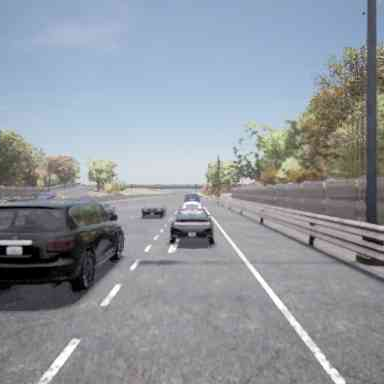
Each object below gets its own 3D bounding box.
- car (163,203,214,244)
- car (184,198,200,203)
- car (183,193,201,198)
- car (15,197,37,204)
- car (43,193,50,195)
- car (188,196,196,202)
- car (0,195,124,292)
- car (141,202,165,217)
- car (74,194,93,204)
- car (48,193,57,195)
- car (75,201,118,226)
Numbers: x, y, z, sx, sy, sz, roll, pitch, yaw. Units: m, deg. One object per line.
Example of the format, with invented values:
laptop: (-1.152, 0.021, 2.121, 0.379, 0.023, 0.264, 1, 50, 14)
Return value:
car: (0.002, 1.479, 15.753, 2.128, 1.511, 4.902, 0, 0, 0)
car: (0.000, 1.509, 26.822, 1.812, 1.442, 4.674, 0, 0, 0)
car: (0.004, 1.215, 45.053, 2.150, 2.045, 5.566, 0, 0, 0)
car: (-31.494, 1.619, 63.365, 1.895, 1.301, 4.718, 0, 0, 0)
car: (-27.994, 1.232, 64.814, 2.150, 2.045, 5.566, 0, 0, 0)
car: (0.008, 1.605, 81.652, 2.033, 1.411, 5.357, 0, 0, 0)
car: (-3.399, 1.214, 9.059, 2.150, 2.045, 5.566, 0, 0, 0)
car: (-3.397, 1.585, 30.560, 1.895, 1.301, 4.718, 0, 0, 0)
car: (-20.995, 1.366, 64.572, 2.097, 1.767, 4.553, 0, 0, 0)
car: (-24.498, 1.494, 62.191, 1.882, 1.535, 5.008, 0, 0, 0)
car: (-6.897, 1.489, 24.599, 1.837, 1.490, 4.892, 0, 0, 0)
